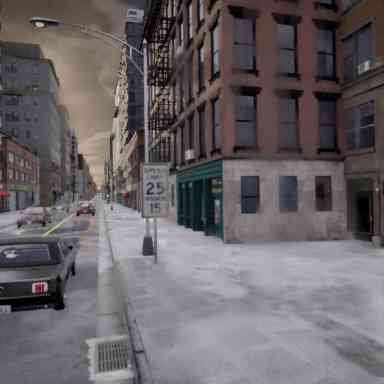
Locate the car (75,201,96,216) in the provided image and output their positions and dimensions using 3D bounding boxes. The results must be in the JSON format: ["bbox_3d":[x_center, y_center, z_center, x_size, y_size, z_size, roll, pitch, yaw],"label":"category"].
[{"bbox_3d":[-11.852,1.909,37.194,1.812,1.442,4.674,-1,0,-15],"label":"car"}]

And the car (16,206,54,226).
[{"bbox_3d":[-11.739,1.831,24.977,1.812,1.442,4.674,-1,0,-15],"label":"car"}]

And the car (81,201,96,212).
[{"bbox_3d":[-14.629,2.032,47.095,1.812,1.442,4.674,-1,-1,-15],"label":"car"}]

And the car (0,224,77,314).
[{"bbox_3d":[-3.736,1.677,7.621,1.895,1.301,4.718,-1,0,-15],"label":"car"}]
